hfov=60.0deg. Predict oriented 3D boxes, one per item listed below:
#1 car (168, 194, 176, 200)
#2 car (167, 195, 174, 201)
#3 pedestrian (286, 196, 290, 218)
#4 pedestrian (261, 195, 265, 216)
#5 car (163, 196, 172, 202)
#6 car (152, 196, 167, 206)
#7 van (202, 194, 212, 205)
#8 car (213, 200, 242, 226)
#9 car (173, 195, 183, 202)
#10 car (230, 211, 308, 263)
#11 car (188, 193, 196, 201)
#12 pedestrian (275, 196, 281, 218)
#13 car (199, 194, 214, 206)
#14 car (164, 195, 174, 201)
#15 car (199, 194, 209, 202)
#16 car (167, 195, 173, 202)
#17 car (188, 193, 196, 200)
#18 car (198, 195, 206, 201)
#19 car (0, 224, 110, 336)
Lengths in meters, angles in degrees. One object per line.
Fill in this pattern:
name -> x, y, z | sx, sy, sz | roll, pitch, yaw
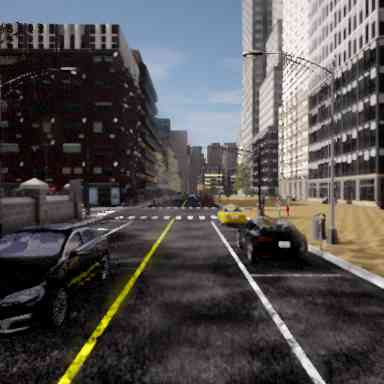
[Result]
car -> -5.717, 1.470, 94.095 | 1.967, 1.590, 4.097 | 0, 0, 0
car -> -5.715, 1.604, 88.568 | 1.802, 1.307, 4.206 | 0, 0, 0
pedestrian -> 8.128, 1.248, 28.278 | 0.375, 1.860, 0.375 | 0, 0, 0
pedestrian -> 6.127, 1.126, 28.878 | 0.375, 1.860, 0.375 | 0, 0, 0
car -> -5.713, 1.552, 77.514 | 1.887, 1.381, 4.507 | 0, 0, 0
car -> -5.707, 1.538, 55.408 | 2.008, 1.369, 4.403 | 0, 0, 0
van -> 2.670, 1.332, 60.936 | 1.690, 1.788, 3.998 | 0, 0, 0
car -> 2.681, 1.511, 23.167 | 1.752, 1.417, 4.829 | 0, 0, 0
car -> -3.018, 1.542, 73.549 | 2.033, 1.411, 5.357 | 0, 0, 0
car -> 2.683, 1.557, 11.732 | 1.947, 1.339, 4.313 | 0, 0, 0
car -> -0.021, 1.569, 84.602 | 1.994, 1.385, 4.181 | 0, 0, 0
pedestrian -> 7.128, 1.269, 27.678 | 0.375, 1.860, 0.375 | 0, 0, 0
car -> 2.672, 1.303, 55.410 | 2.192, 1.841, 5.009 | 0, 0, 0
car -> -5.715, 1.455, 83.041 | 1.967, 1.590, 4.097 | 0, 0, 0
car -> 2.666, 1.323, 77.516 | 2.192, 1.841, 5.009 | 0, 0, 0
car -> -5.711, 1.551, 71.988 | 2.008, 1.369, 4.403 | 0, 0, 0
car -> -0.023, 1.169, 94.634 | 2.150, 2.045, 5.566 | 0, 0, 0
car -> 2.665, 1.567, 88.570 | 1.887, 1.381, 4.507 | 0, 0, 0
car -> -3.099, 1.486, 6.991 | 2.128, 1.511, 4.902 | 0, 0, 0
